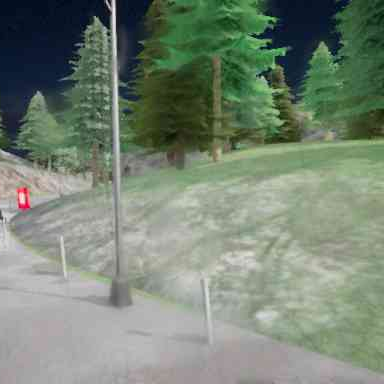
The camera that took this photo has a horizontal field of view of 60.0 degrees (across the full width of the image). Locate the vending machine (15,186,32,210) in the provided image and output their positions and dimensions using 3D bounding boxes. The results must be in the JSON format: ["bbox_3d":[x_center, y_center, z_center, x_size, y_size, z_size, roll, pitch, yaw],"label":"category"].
[{"bbox_3d":[-16.030,0.557,31.596,1.100,2.100,0.880,-5,-1,-14],"label":"vending machine"}]
